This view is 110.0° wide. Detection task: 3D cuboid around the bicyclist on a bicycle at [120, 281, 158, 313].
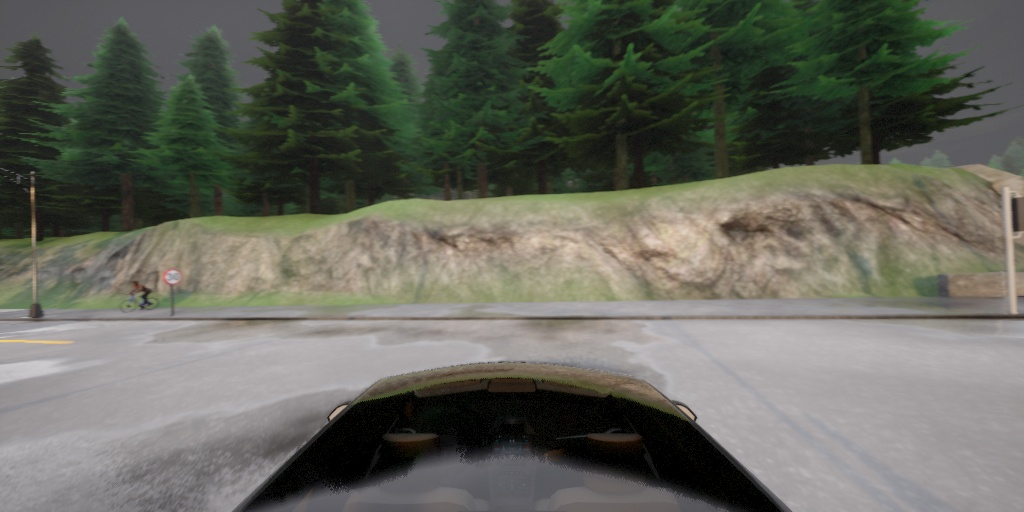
[{"bbox_3d":[-19.824,2.144,19.082,0.582,1.620,1.656,-3,0,14],"label":"bicyclist on a bicycle"}]
